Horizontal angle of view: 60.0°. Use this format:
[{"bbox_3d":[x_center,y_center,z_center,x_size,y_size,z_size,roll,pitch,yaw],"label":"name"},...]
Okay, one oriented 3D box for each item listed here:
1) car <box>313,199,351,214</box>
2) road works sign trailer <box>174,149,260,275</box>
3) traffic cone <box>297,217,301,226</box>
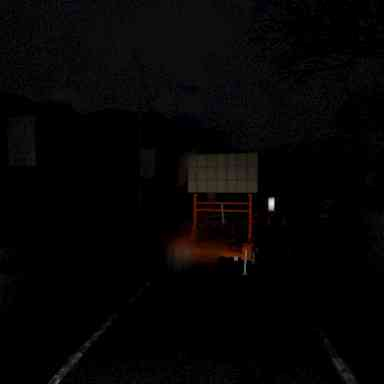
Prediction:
[{"bbox_3d":[15.424,1.530,36.563,5.008,1.535,1.882,1,1,-34],"label":"car"},{"bbox_3d":[1.012,0.461,10.684,2.380,3.560,2.880,0,0,21],"label":"road works sign trailer"},{"bbox_3d":[7.175,1.984,22.225,0.340,0.580,0.340,1,0,21],"label":"traffic cone"}]
